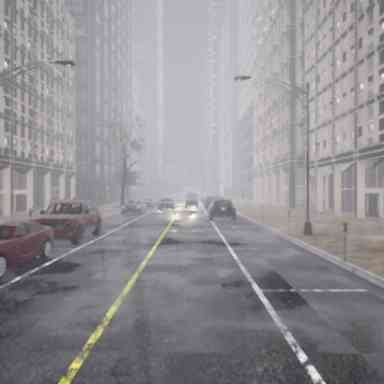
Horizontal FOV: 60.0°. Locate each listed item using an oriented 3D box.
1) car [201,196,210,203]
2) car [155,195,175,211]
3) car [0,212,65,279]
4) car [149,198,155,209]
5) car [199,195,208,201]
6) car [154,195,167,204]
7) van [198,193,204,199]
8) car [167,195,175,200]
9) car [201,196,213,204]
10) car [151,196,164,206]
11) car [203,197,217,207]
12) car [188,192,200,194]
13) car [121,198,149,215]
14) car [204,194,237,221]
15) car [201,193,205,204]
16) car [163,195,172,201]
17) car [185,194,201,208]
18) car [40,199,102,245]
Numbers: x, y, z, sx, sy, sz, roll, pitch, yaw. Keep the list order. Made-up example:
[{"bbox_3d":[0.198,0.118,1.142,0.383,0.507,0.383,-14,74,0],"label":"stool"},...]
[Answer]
[{"bbox_3d":[2.668,1.473,66.913,1.802,1.307,4.206,0,0,0],"label":"car"},{"bbox_3d":[-3.104,1.425,41.032,1.882,1.535,5.008,0,0,0],"label":"car"},{"bbox_3d":[-5.696,1.536,9.927,1.887,1.381,4.507,0,0,0],"label":"car"},{"bbox_3d":[-5.706,1.493,44.118,2.008,1.369,4.403,0,0,0],"label":"car"},{"bbox_3d":[2.665,1.402,78.309,1.887,1.381,4.507,0,0,0],"label":"car"},{"bbox_3d":[-5.711,1.345,61.214,1.967,1.590,4.097,0,0,0],"label":"car"},{"bbox_3d":[2.660,1.142,95.403,1.690,1.788,3.998,0,0,0],"label":"van"},{"bbox_3d":[-5.719,1.401,89.705,1.802,1.307,4.206,0,0,0],"label":"car"},{"bbox_3d":[2.670,1.457,61.215,2.008,1.369,4.403,0,0,0],"label":"car"},{"bbox_3d":[-5.709,1.444,55.344,1.752,1.417,4.829,0,0,0],"label":"car"},{"bbox_3d":[2.673,1.457,49.985,1.752,1.417,4.829,0,0,0],"label":"car"},{"bbox_3d":[-0.021,1.097,67.442,2.150,2.045,5.566,0,0,0],"label":"car"},{"bbox_3d":[-5.703,1.402,32.720,1.967,1.590,4.097,0,0,0],"label":"car"},{"bbox_3d":[2.379,1.326,27.223,2.097,1.767,4.553,0,0,0],"label":"car"},{"bbox_3d":[2.674,1.258,44.117,2.192,1.841,5.009,0,0,0],"label":"car"},{"bbox_3d":[-5.716,1.422,78.308,1.947,1.339,4.313,0,0,0],"label":"car"},{"bbox_3d":[0.006,1.430,47.091,2.128,1.511,4.902,0,0,0],"label":"car"},{"bbox_3d":[-5.699,1.301,15.626,2.192,1.841,5.009,0,0,0],"label":"car"}]
